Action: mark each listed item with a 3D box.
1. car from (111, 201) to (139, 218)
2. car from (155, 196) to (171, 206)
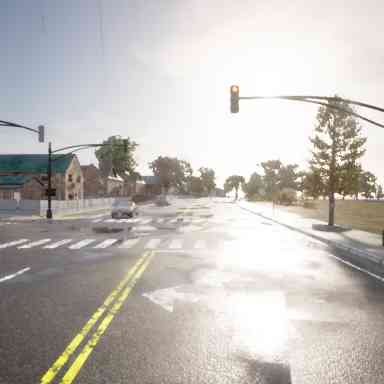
[{"bbox_3d":[-5.987,1.577,30.253,1.812,1.442,4.674,0,0,2],"label":"car"},{"bbox_3d":[-4.832,1.442,55.194,2.097,1.767,4.553,0,0,3],"label":"car"}]
